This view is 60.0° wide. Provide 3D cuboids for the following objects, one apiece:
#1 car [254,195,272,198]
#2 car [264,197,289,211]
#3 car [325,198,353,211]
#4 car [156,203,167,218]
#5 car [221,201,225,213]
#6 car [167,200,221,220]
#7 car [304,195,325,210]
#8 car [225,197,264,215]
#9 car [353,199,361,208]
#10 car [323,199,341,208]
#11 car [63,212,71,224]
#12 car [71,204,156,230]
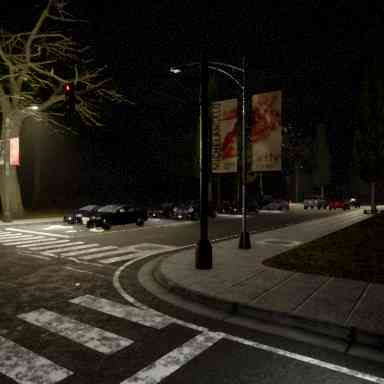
[{"bbox_3d":[9.978,1.472,48.544,2.150,2.045,5.566,0,0,38],"label":"car"},{"bbox_3d":[11.900,1.772,45.638,1.812,1.442,4.674,0,0,36],"label":"car"},{"bbox_3d":[20.695,1.659,46.568,2.097,1.767,4.553,0,0,35],"label":"car"},{"bbox_3d":[-1.836,1.667,31.831,2.033,1.411,5.357,0,0,35],"label":"car"},{"bbox_3d":[3.893,1.776,39.980,1.895,1.301,4.718,0,0,35],"label":"car"},{"bbox_3d":[0.294,1.473,29.221,2.097,1.767,4.553,0,0,35],"label":"car"},{"bbox_3d":[17.943,1.521,48.295,2.150,2.045,5.566,0,0,35],"label":"car"},{"bbox_3d":[5.949,1.680,37.248,1.837,1.490,4.892,0,0,35],"label":"car"},{"bbox_3d":[26.454,1.893,54.750,2.128,1.511,4.902,0,-1,35],"label":"car"},{"bbox_3d":[24.079,1.926,57.018,1.812,1.442,4.674,0,-1,35],"label":"car"},{"bbox_3d":[-7.167,1.637,24.286,1.994,1.385,4.181,0,0,36],"label":"car"},{"bbox_3d":[-4.957,1.566,21.765,2.128,1.511,4.902,0,0,35],"label":"car"}]
